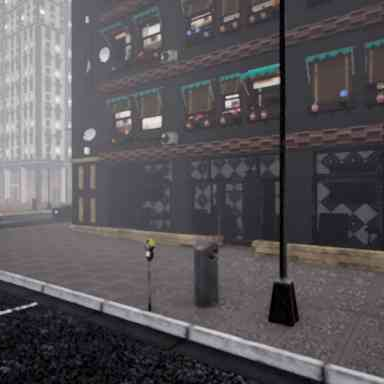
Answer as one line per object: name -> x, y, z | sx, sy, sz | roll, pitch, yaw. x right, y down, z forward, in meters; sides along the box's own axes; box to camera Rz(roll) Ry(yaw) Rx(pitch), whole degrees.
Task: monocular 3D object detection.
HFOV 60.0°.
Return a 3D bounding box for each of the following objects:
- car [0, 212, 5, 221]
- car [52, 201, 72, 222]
car -> -13.741, 1.404, 18.926 | 2.033, 1.411, 5.357 | -1, 2, 28
car -> -7.445, 1.269, 22.885 | 1.947, 1.339, 4.313 | 1, 1, 35
